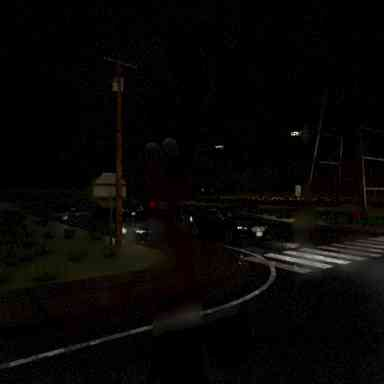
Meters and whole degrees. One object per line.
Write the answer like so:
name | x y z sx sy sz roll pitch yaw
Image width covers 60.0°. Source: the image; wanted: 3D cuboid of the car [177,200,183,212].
car | -2.734 1.505 35.686 4.193 1.474 1.816 0 0 -36

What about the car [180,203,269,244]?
car | 1.629 1.491 16.023 2.128 1.511 4.902 0 0 -29

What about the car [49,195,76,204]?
car | -25.507 1.480 65.722 4.611 1.667 2.242 0 0 -36

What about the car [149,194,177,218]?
car | -4.004 1.223 29.710 2.150 2.045 5.566 0 0 -36

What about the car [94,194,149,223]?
car | -5.855 1.222 26.199 2.150 2.045 5.566 0 0 -36

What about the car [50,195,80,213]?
car | -13.995 1.501 37.165 1.837 1.490 4.892 0 1 -36

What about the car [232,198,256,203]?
car | 6.927 1.520 44.265 3.905 1.438 1.784 0 0 -36

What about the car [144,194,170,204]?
car | -6.527 1.309 62.274 4.605 1.855 1.932 0 0 -36
